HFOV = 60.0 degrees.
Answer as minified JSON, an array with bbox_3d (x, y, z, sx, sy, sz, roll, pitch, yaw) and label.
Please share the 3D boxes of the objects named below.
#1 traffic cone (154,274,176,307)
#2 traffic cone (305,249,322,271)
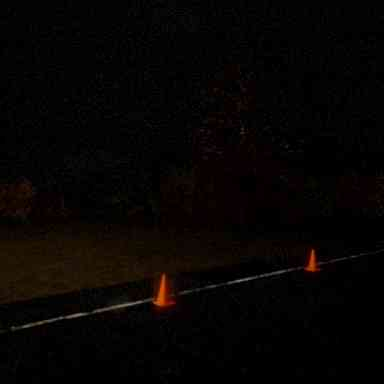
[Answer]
[{"bbox_3d":[-0.554,1.955,6.731,0.340,0.580,0.340,0,0,-36],"label":"traffic cone"},{"bbox_3d":[3.516,1.954,9.637,0.340,0.580,0.340,0,0,-36],"label":"traffic cone"}]
